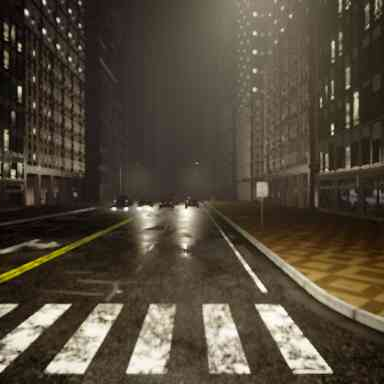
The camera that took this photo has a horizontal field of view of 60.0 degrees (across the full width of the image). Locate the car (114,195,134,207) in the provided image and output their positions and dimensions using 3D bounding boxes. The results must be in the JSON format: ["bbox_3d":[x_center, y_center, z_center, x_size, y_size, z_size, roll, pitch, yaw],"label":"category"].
[{"bbox_3d":[-9.738,1.255,47.546,2.097,1.767,4.553,0,0,0],"label":"car"}]

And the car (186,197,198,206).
[{"bbox_3d":[0.014,1.505,53.795,1.895,1.301,4.718,0,0,0],"label":"car"}]

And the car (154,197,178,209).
[{"bbox_3d":[-3.239,1.455,42.930,2.033,1.411,5.357,0,0,0],"label":"car"}]

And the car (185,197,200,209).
[{"bbox_3d":[0.011,1.456,43.346,2.033,1.411,5.357,0,0,0],"label":"car"}]

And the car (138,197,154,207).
[{"bbox_3d":[-6.488,1.468,47.516,1.994,1.385,4.181,0,0,0],"label":"car"}]
